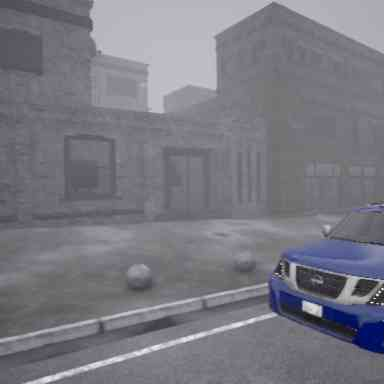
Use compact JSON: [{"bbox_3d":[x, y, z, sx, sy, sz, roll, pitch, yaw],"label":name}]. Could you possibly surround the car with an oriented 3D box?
[{"bbox_3d":[3.897,1.216,5.936,5.566,2.045,2.150,1,0,-34],"label":"car"}]
